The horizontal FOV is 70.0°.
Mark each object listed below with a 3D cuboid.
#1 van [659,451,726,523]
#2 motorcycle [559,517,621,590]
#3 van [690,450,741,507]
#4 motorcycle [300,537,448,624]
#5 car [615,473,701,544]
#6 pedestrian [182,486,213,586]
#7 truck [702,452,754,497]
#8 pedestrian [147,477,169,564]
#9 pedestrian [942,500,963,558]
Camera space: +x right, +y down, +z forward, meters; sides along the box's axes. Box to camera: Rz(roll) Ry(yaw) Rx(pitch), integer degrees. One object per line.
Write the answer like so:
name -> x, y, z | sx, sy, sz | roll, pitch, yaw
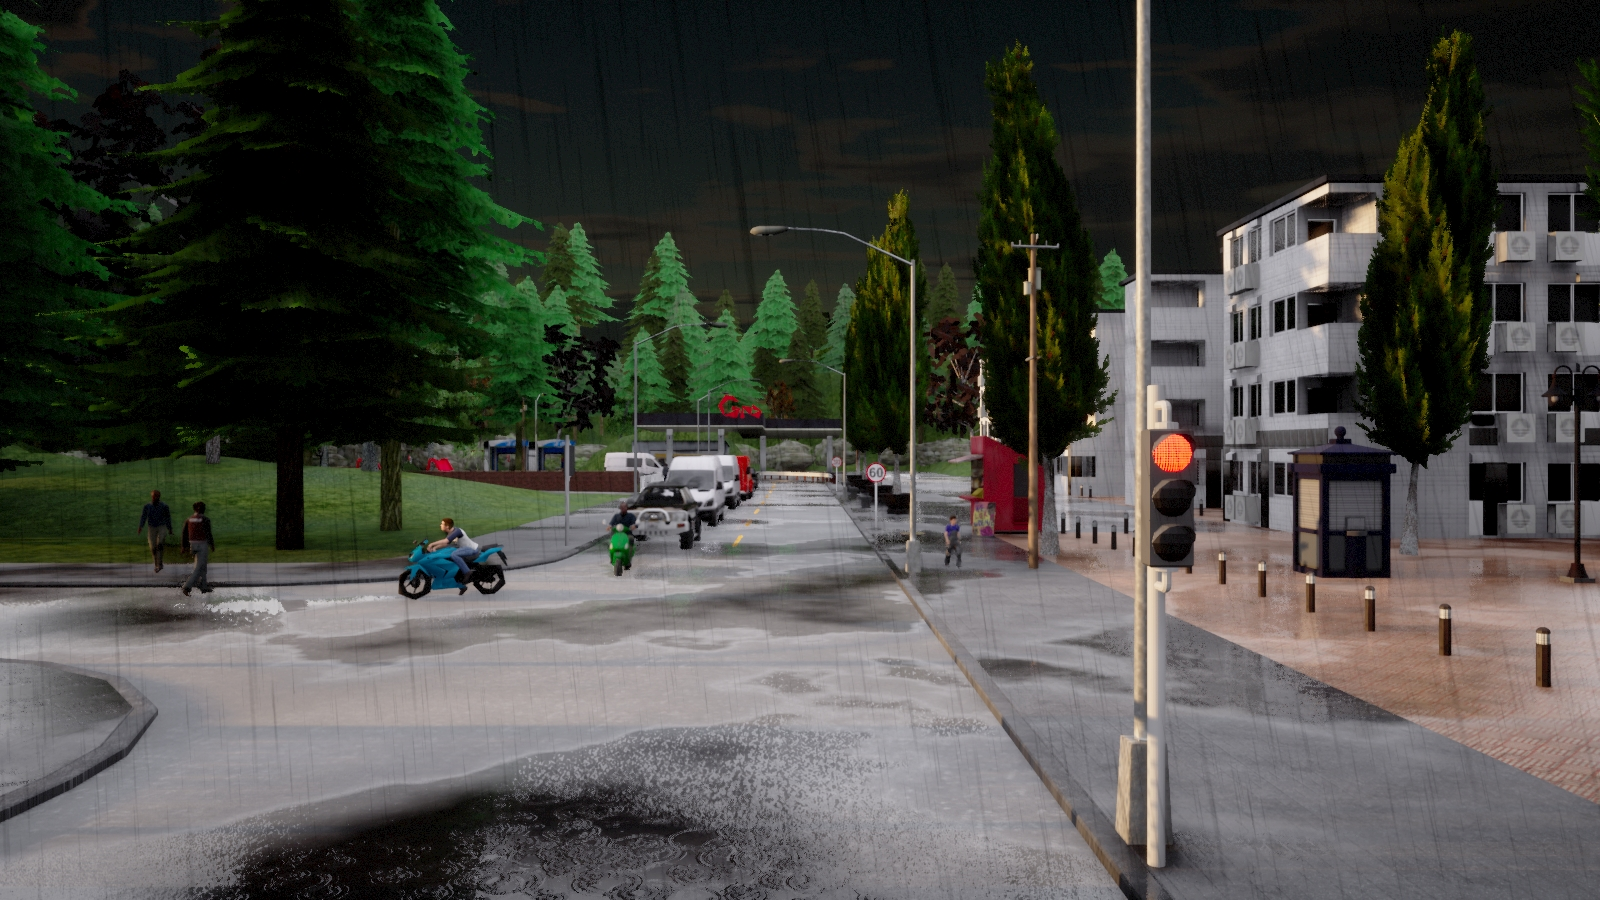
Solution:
van -> -4.013, 1.307, 43.507 | 1.988, 2.561, 5.915 | 0, 0, 0
motorcycle -> -3.995, 1.958, 21.853 | 0.856, 1.236, 1.805 | 0, 0, 0
van -> -4.003, 1.305, 55.035 | 1.988, 2.561, 5.915 | 0, 0, 0
motorcycle -> -6.593, 1.990, 17.707 | 2.033, 1.145, 0.803 | 0, 0, -30
car -> -4.061, 1.638, 33.358 | 1.932, 1.855, 4.605 | 0, 0, 0
pedestrian -> -11.434, 1.625, 21.681 | 0.375, 1.860, 0.375 | 0, 0, 7
truck -> -3.990, 1.337, 64.505 | 2.627, 2.467, 5.204 | 0, 0, 0
pedestrian -> -13.896, 1.520, 24.716 | 0.375, 1.860, 0.375 | 0, 0, -23
pedestrian -> 3.491, 1.800, 26.164 | 0.375, 1.300, 0.375 | 0, 0, -14
